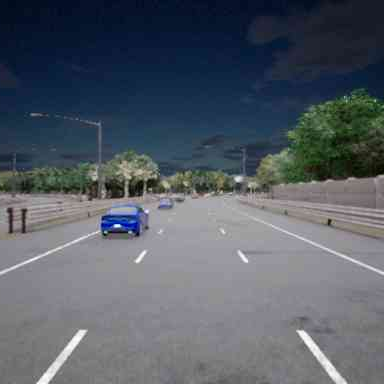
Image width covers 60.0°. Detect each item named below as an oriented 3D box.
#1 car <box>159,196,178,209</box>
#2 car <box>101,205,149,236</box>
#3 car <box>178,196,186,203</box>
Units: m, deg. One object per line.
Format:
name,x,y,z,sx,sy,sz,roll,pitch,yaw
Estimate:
car,-3.446,1.487,45.282,2.033,1.411,5.357,0,0,1
car,-3.509,1.449,18.098,1.882,1.535,5.008,0,0,0
car,-2.387,1.519,69.062,1.895,1.301,4.718,0,0,4
